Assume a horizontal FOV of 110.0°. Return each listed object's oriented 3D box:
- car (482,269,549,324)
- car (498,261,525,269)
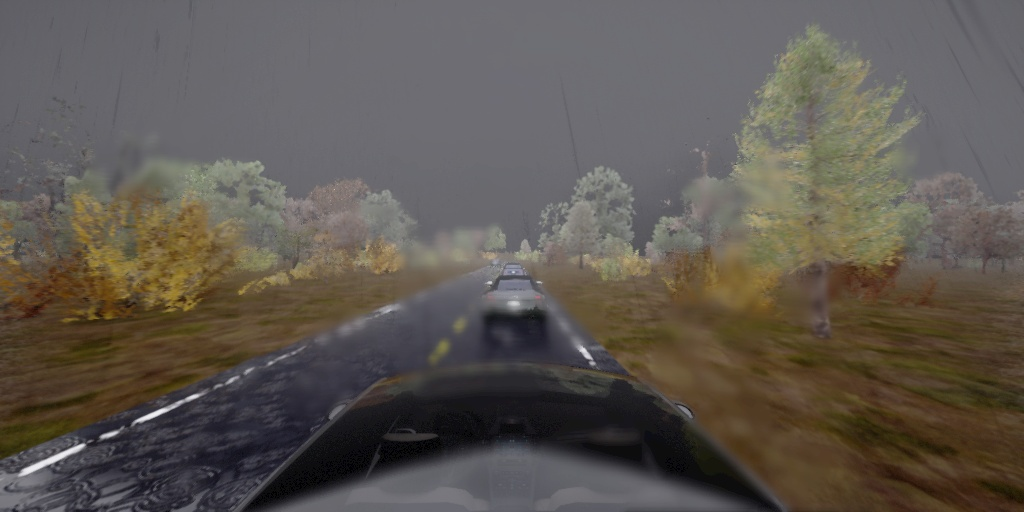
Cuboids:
[{"bbox_3d":[0.101,1.311,11.885,1.994,1.385,4.181,0,0,0],"label":"car"},{"bbox_3d":[0.101,1.292,29.880,2.033,1.411,5.357,0,0,0],"label":"car"}]
